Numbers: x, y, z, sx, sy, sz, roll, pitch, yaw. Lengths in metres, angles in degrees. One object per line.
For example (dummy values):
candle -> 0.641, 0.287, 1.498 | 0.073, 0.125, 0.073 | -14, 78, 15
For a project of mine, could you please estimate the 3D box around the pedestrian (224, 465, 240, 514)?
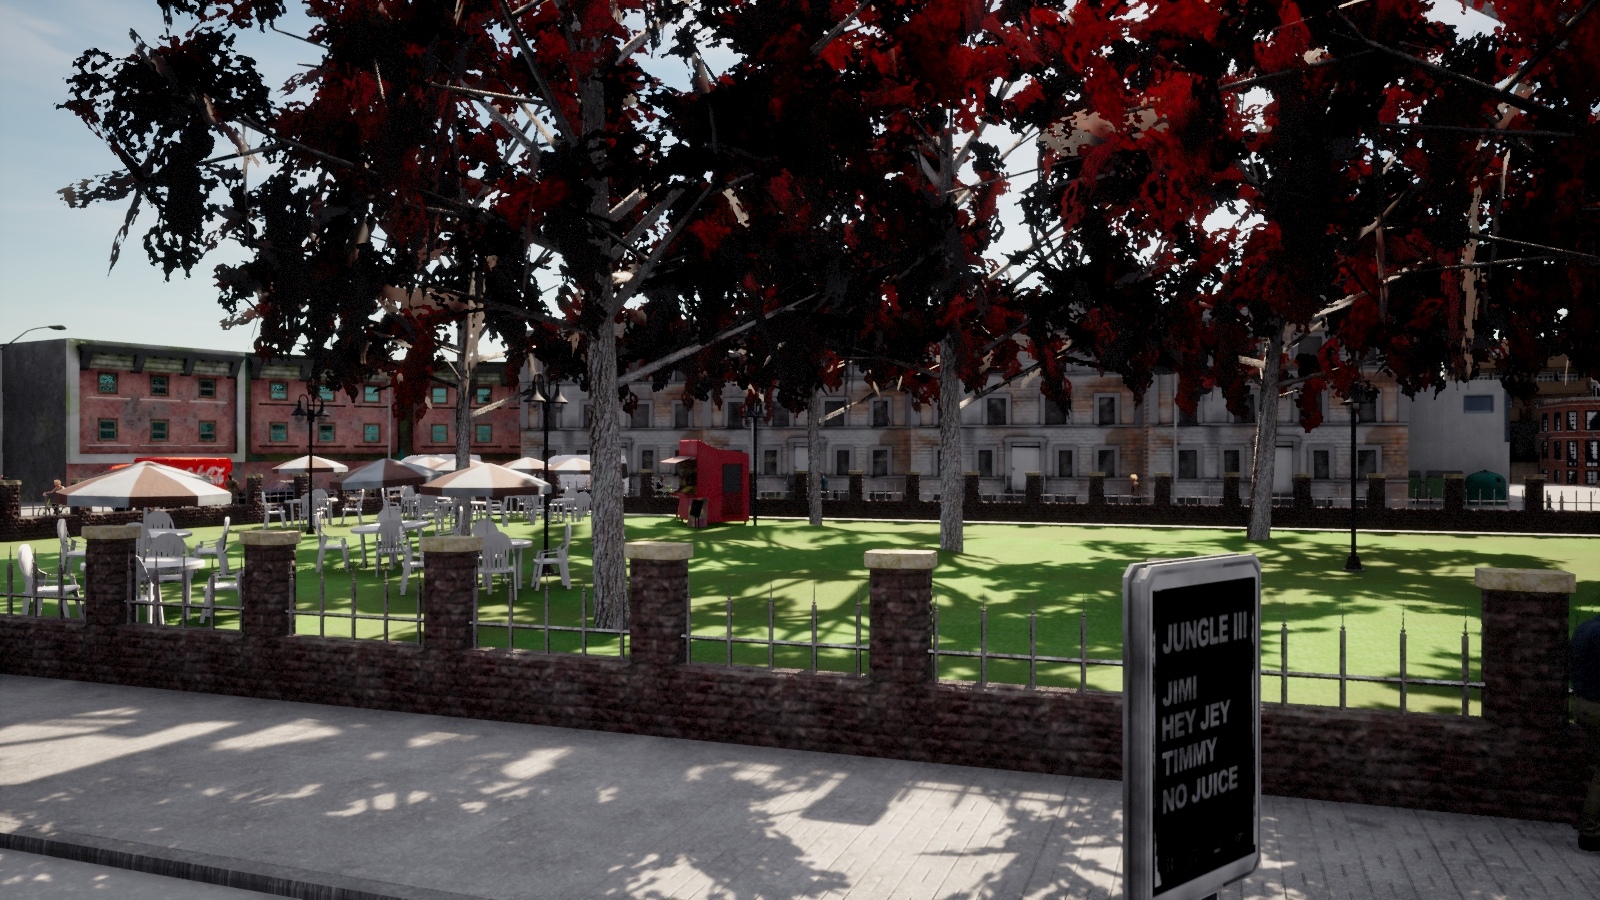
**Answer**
pedestrian -> -22.036, 1.524, 44.326 | 0.375, 1.860, 0.375 | 0, 0, 14

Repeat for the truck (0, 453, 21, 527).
truck -> -28.917, 1.346, 37.271 | 2.627, 2.467, 5.204 | 0, 0, 21

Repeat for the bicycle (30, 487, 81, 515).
bicycle -> -29.946, 2.036, 45.966 | 0.859, 1.080, 1.487 | 0, 0, 21

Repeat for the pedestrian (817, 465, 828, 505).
pedestrian -> 1.052, 1.629, 53.370 | 0.375, 1.860, 0.375 | 0, 0, 32

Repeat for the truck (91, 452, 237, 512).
truck -> -28.185, 1.348, 50.858 | 2.627, 2.467, 5.204 | 0, 0, 21

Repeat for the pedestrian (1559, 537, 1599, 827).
pedestrian -> 5.321, 1.525, 7.595 | 0.375, 1.860, 0.375 | 0, 0, 19

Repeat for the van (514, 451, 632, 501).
van -> -12.048, 1.315, 60.623 | 5.915, 2.561, 1.988 | 0, 0, 20

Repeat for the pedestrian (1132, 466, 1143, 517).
pedestrian -> 12.506, 1.525, 42.376 | 0.375, 1.860, 0.375 | 0, 0, 20
